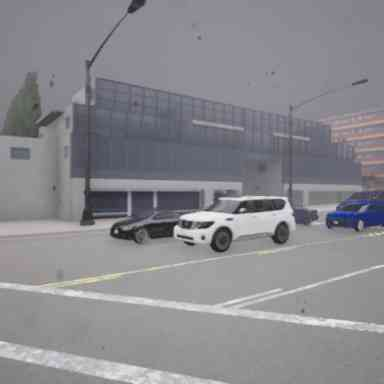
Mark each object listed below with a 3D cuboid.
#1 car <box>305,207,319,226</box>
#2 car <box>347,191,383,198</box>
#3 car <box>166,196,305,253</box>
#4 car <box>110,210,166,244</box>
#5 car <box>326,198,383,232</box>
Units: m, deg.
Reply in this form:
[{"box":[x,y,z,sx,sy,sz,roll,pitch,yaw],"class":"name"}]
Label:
[{"box":[5.833,1.473,21.059,5.357,1.411,2.033,-1,1,-35],"class":"car"},{"box":[14.119,0.970,26.967,5.566,2.045,2.150,-2,1,-35],"class":"car"},{"box":[1.980,1.187,14.007,5.566,2.045,2.150,0,0,-35],"class":"car"},{"box":[-1.683,1.537,15.693,4.181,1.385,1.994,0,0,-36],"class":"car"},{"box":[9.906,1.366,19.666,5.008,1.535,1.882,-1,1,-36],"class":"car"}]
